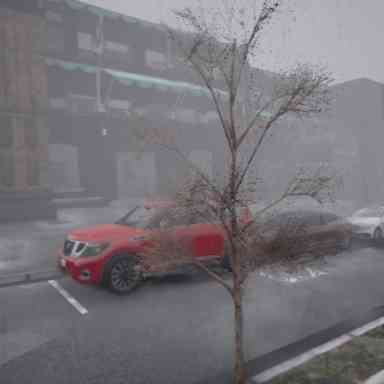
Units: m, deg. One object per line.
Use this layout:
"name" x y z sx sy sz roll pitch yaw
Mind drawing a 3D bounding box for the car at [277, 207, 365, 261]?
"car" 3.926 1.437 12.203 4.792 1.488 2.163 -1 0 -35

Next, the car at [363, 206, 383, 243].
"car" 8.482 1.400 15.422 4.674 1.452 2.002 -1 0 -35

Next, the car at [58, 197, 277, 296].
"car" -0.605 1.199 9.004 5.566 2.045 2.435 -1 0 -35
